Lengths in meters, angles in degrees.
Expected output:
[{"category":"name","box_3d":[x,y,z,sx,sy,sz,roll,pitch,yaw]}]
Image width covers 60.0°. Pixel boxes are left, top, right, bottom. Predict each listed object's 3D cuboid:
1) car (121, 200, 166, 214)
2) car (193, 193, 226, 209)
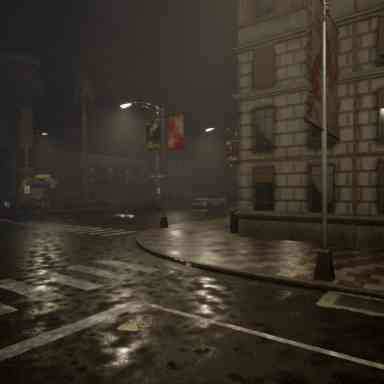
[{"category":"car","box_3d":[-5.063,1.547,35.667,2.033,1.411,5.357,0,0,36]},{"category":"car","box_3d":[2.488,1.222,45.802,2.150,2.045,5.566,0,0,38]}]
